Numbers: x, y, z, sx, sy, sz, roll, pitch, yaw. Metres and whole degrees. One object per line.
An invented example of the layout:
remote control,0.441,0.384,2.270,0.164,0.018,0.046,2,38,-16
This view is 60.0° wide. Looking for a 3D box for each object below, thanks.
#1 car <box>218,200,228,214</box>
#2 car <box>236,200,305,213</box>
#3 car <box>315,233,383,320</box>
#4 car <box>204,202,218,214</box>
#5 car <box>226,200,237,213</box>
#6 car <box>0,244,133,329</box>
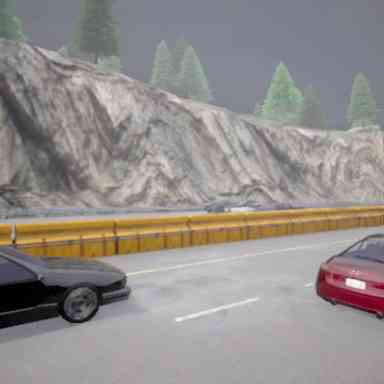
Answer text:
car,5.222,1.519,32.566,4.674,1.442,1.812,0,0,-30
car,6.269,1.542,25.084,5.357,1.411,2.033,0,0,-31
car,4.481,1.562,6.923,4.181,1.385,1.994,0,0,-35
car,3.407,1.558,35.522,4.181,1.385,1.994,0,0,-30
car,5.591,1.595,28.737,4.718,1.301,1.895,0,0,-31
car,-3.741,1.548,5.394,5.357,1.411,2.033,0,0,-36
